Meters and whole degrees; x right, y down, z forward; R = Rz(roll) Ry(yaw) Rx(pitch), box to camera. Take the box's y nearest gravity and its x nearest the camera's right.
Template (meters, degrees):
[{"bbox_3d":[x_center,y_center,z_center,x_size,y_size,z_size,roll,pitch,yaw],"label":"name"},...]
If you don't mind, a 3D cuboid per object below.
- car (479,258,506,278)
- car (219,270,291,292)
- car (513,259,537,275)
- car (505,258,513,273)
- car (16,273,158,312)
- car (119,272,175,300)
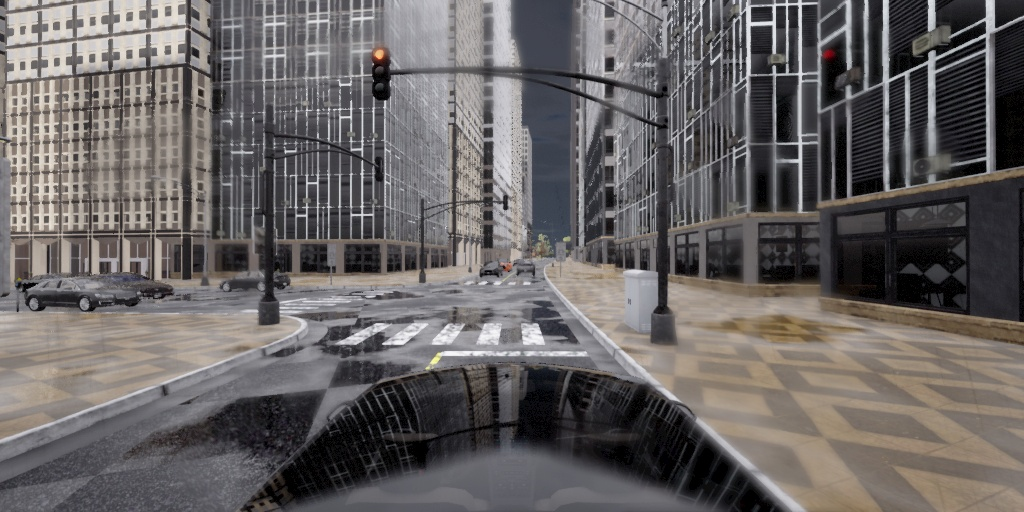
[{"bbox_3d":[-1.924,1.238,34.207,1.837,1.490,4.892,0,0,4],"label":"car"},{"bbox_3d":[-16.815,1.610,23.505,4.403,1.370,2.007,0,0,9],"label":"car"},{"bbox_3d":[1.558,1.219,38.134,2.128,1.511,4.902,0,0,4],"label":"car"},{"bbox_3d":[-1.184,1.074,43.787,2.097,1.767,4.553,0,0,5],"label":"car"},{"bbox_3d":[-18.127,1.567,15.228,4.403,1.370,2.007,0,0,9],"label":"car"},{"bbox_3d":[-20.185,1.621,18.180,5.357,1.411,2.033,-1,0,9],"label":"car"}]
